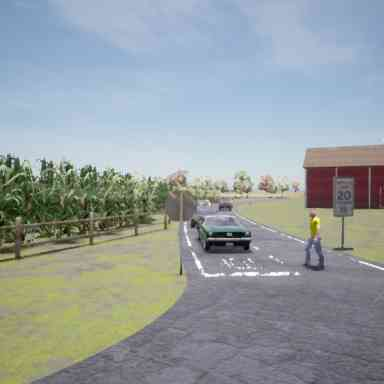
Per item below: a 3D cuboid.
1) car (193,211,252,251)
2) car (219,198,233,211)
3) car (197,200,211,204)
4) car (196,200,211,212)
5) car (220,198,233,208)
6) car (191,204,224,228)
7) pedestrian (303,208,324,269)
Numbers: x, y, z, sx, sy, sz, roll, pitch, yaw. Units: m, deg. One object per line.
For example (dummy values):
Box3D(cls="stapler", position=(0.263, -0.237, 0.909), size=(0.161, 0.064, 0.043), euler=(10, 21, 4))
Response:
Box3D(cls="car", position=(1.291, 1.726, 14.980), size=(1.895, 1.301, 4.718), euler=(0, -1, -4))
Box3D(cls="car", position=(4.964, 1.979, 49.755), size=(1.837, 1.490, 4.892), euler=(0, -1, 6))
Box3D(cls="car", position=(0.945, 1.662, 33.820), size=(2.097, 1.767, 4.553), euler=(0, -1, 2))
Box3D(cls="car", position=(1.657, 1.900, 46.327), size=(1.882, 1.535, 5.008), euler=(0, -1, 5))
Box3D(cls="car", position=(6.308, 1.912, 59.757), size=(2.097, 1.767, 4.553), euler=(0, 0, 9))
Box3D(cls="car", position=(0.906, 1.780, 24.039), size=(1.994, 1.385, 4.181), euler=(0, -1, -1))
Box3D(cls="pedestrian", position=(3.696, 1.381, 10.071), size=(0.375, 1.860, 0.375), euler=(-1, 0, -5))
